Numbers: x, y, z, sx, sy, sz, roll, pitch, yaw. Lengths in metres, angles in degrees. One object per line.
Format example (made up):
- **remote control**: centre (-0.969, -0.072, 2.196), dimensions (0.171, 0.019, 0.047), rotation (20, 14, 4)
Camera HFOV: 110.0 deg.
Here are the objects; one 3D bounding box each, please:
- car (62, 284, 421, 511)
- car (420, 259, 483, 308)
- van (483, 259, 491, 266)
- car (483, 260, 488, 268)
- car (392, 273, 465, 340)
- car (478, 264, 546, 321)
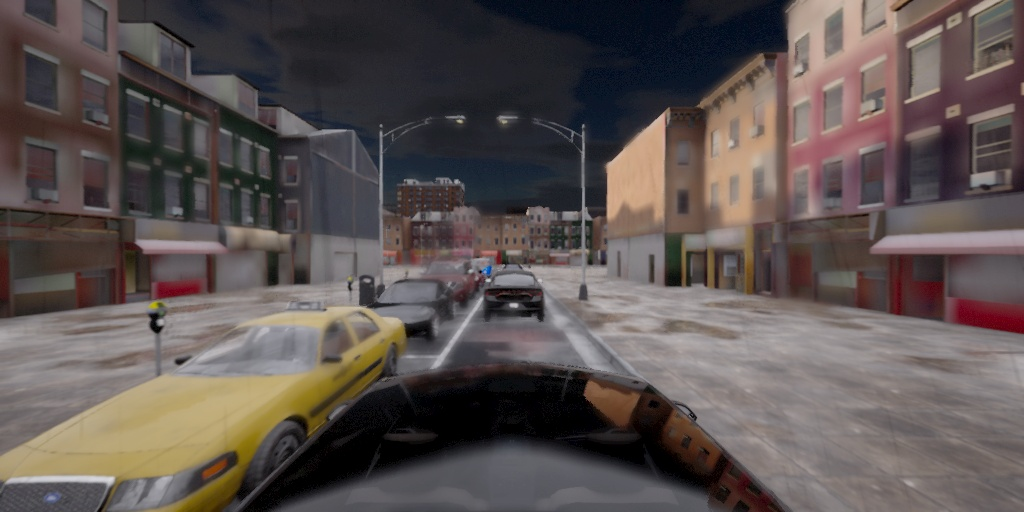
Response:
- **car**: centre (-2.640, 1.276, 4.347), dimensions (1.751, 1.417, 4.829), rotation (0, 0, 0)
- **car**: centre (-2.654, 1.070, 15.371), dimensions (2.192, 1.841, 5.009), rotation (0, 0, 0)
- **van**: centre (-2.674, 1.109, 31.652), dimensions (1.690, 1.789, 3.998), rotation (0, 0, 0)
- **car**: centre (-2.661, 1.199, 20.798), dimensions (1.967, 1.591, 4.097), rotation (0, 0, 0)
- **car**: centre (-2.647, 1.319, 9.944), dimensions (1.948, 1.339, 4.313), rotation (0, 0, 0)
- **car**: centre (0.077, 1.231, 12.568), dimensions (1.882, 1.535, 5.008), rotation (0, 0, 0)
